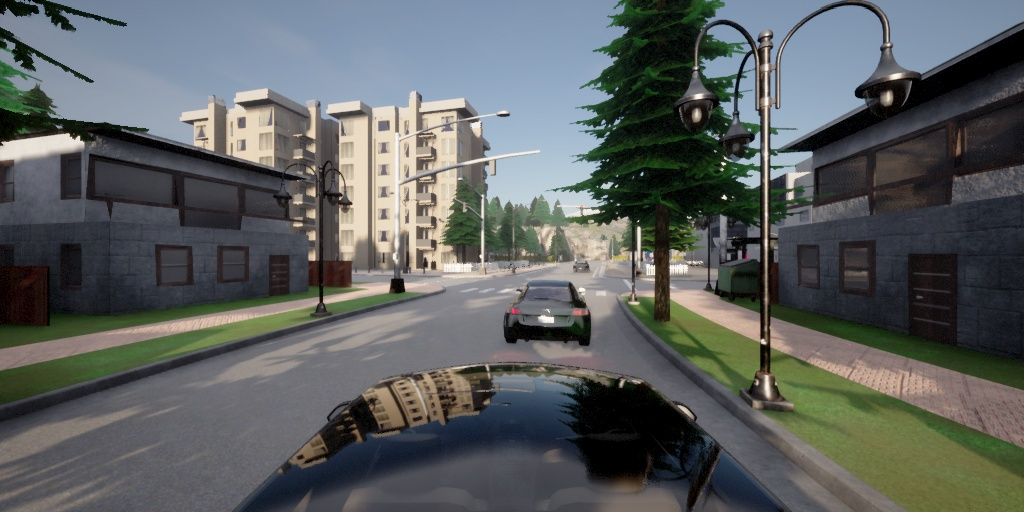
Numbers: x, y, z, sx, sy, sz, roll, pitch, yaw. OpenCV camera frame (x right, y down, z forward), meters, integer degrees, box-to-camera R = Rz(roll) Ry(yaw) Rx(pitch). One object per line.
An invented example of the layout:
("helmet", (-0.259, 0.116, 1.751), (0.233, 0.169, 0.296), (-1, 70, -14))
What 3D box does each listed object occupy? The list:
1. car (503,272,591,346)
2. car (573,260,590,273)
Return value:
("car", (1.012, 1.314, 9.535), (1.994, 1.385, 4.181), (0, 0, 9))
("car", (8.646, 1.276, 44.438), (2.128, 1.511, 4.902), (0, 0, 14))
